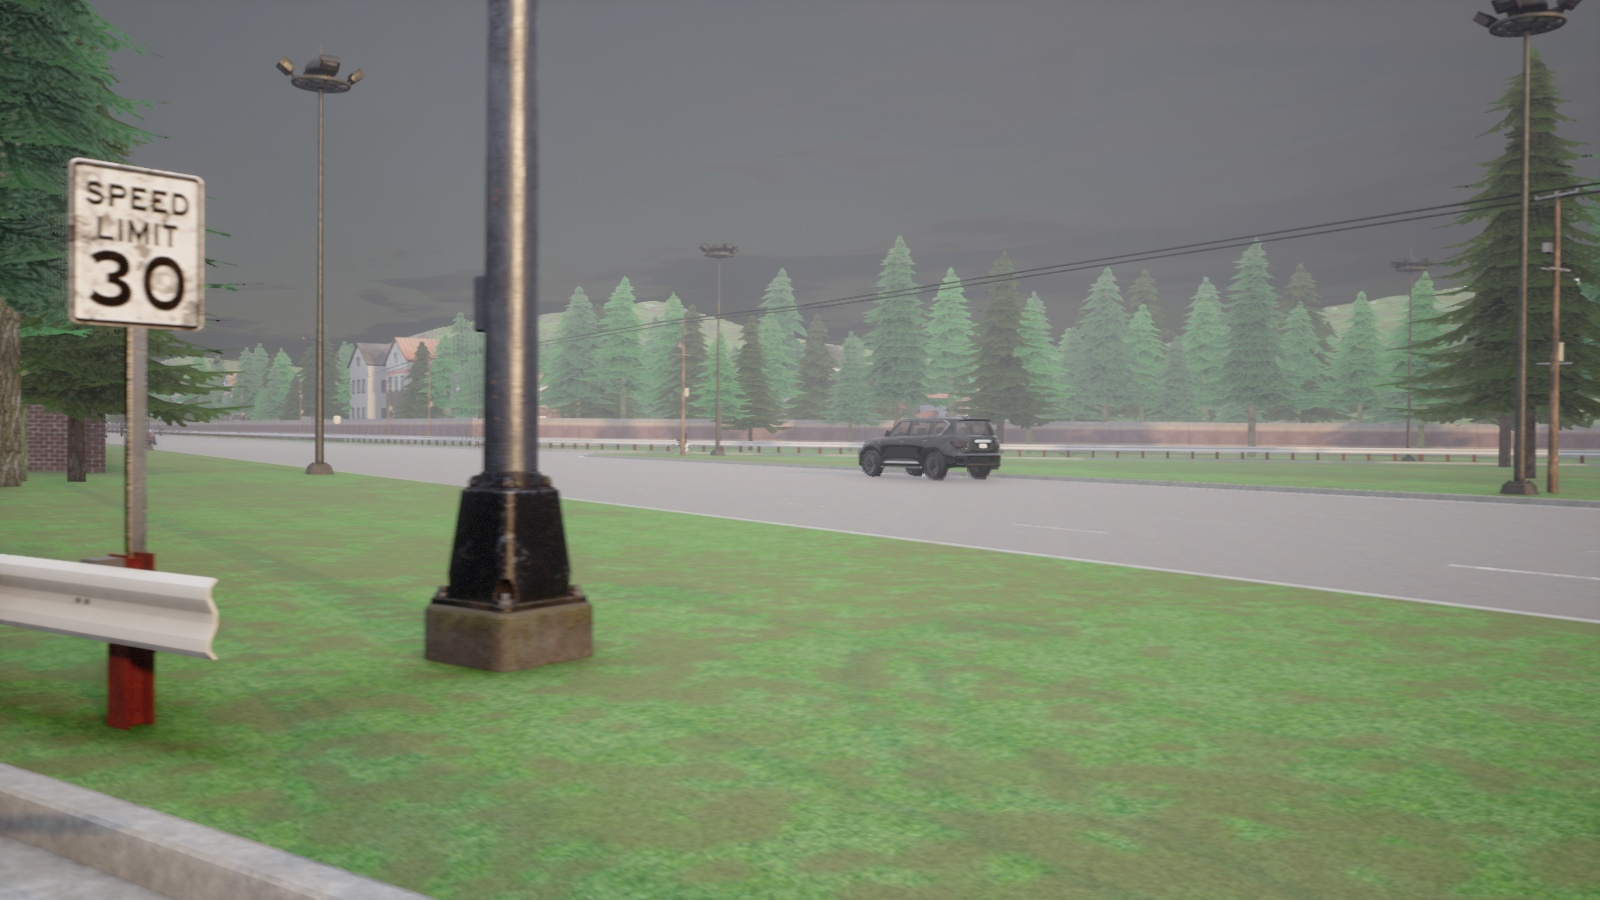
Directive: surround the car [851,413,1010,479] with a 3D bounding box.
[{"bbox_3d":[4.226,-0.158,41.587,2.150,2.045,5.566,-1,1,-34],"label":"car"}]
